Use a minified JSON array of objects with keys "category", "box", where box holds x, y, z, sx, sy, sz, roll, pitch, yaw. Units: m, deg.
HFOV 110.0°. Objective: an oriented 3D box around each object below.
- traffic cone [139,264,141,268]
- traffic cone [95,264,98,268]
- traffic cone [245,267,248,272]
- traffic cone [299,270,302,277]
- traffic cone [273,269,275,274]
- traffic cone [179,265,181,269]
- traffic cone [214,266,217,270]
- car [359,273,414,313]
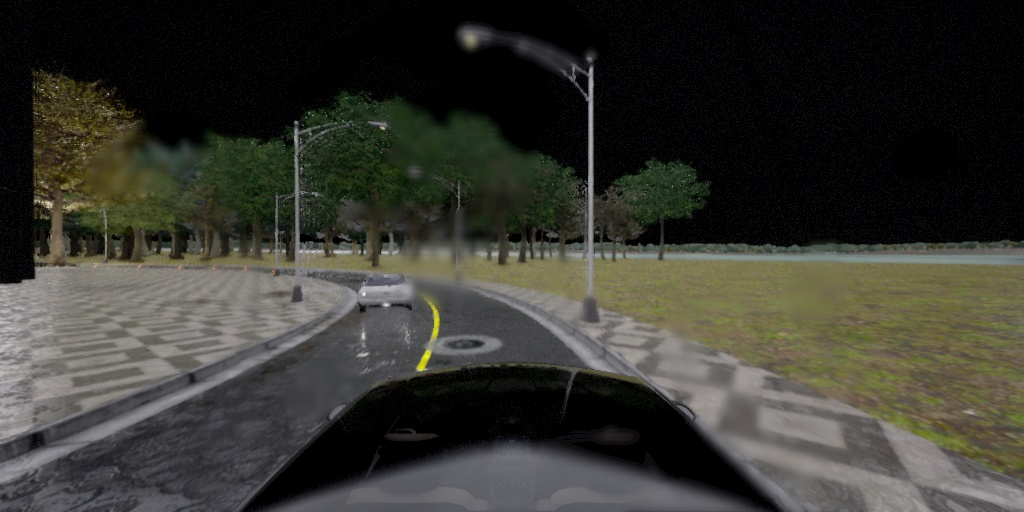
[{"category":"traffic cone","box":[-41.443,1.197,39.959,0.340,0.580,0.340,0,0,1]},{"category":"traffic cone","box":[-46.443,1.112,40.029,0.340,0.580,0.340,0,0,1]},{"category":"traffic cone","box":[-27.717,1.446,37.447,0.340,0.580,0.340,0,0,21]},{"category":"traffic cone","box":[-19.548,1.623,33.018,0.340,0.580,0.340,0,0,36]},{"category":"traffic cone","box":[-23.492,1.538,35.491,0.340,0.580,0.340,0,0,28]},{"category":"traffic cone","box":[-36.735,1.278,39.695,0.340,0.580,0.340,0,0,7]},{"category":"traffic cone","box":[-32.155,1.359,38.856,0.340,0.580,0.340,0,0,14]},{"category":"car","box":[-4.956,1.362,14.325,1.895,1.301,4.718,0,0,-18]}]
